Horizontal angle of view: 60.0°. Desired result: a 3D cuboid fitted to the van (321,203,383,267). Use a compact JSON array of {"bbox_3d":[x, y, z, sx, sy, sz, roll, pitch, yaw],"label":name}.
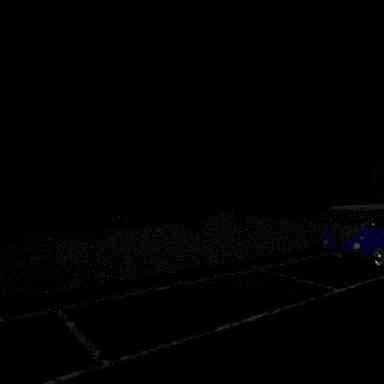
[{"bbox_3d":[5.898,1.284,10.852,3.998,1.788,1.690,0,0,-35],"label":"van"}]
